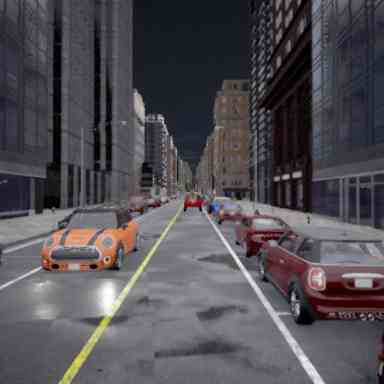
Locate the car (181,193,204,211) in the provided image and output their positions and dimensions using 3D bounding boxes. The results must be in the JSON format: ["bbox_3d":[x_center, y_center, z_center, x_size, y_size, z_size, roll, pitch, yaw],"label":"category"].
[{"bbox_3d":[0.106,1.251,40.534,2.150,2.045,5.566,0,-1,0],"label":"car"}]

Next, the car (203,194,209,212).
[{"bbox_3d":[2.679,1.347,35.250,2.192,1.841,5.009,1,0,0],"label":"car"}]

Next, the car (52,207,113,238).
[{"bbox_3d":[-5.849,1.581,18.384,1.947,1.339,4.313,1,0,0],"label":"car"}]

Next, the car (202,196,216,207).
[{"bbox_3d":[2.679,1.493,52.122,1.967,1.590,4.097,1,0,0],"label":"car"}]

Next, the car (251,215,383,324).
[{"bbox_3d":[2.677,1.446,7.128,1.967,1.590,4.097,1,0,0],"label":"car"}]

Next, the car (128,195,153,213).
[{"bbox_3d":[-5.846,1.347,35.258,2.192,1.841,5.009,1,0,0],"label":"car"}]

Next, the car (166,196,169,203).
[{"bbox_3d":[-5.847,1.592,63.210,1.752,1.417,4.829,1,0,0],"label":"car"}]

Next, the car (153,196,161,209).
[{"bbox_3d":[-5.848,1.590,46.506,1.887,1.381,4.507,1,0,0],"label":"car"}]

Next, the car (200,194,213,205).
[{"bbox_3d":[2.680,1.382,63.372,2.192,1.841,5.009,1,0,0],"label":"car"}]

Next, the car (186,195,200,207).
[{"bbox_3d":[0.101,1.406,52.885,2.097,1.767,4.553,0,0,0],"label":"car"}]

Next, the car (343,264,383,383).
[{"bbox_3d":[2.676,1.546,1.503,1.887,1.381,4.507,1,0,0],"label":"car"}]

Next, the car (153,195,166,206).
[{"bbox_3d":[-5.846,1.368,52.131,2.192,1.841,5.009,1,0,0],"label":"car"}]

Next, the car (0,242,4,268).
[{"bbox_3d":[-5.850,1.556,7.135,2.008,1.369,4.403,1,0,0],"label":"car"}]

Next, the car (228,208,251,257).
[{"bbox_3d":[2.677,1.555,12.753,1.887,1.381,4.507,1,0,0],"label":"car"}]

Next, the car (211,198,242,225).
[{"bbox_3d":[2.678,1.461,24.001,1.967,1.590,4.097,1,0,0],"label":"car"}]

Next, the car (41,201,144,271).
[{"bbox_3d":[-3.064,1.360,10.928,2.097,1.767,4.553,0,0,0],"label":"car"}]

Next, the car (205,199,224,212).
[{"bbox_3d":[2.677,1.589,40.874,2.008,1.369,4.403,1,0,0],"label":"car"}]

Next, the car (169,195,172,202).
[{"bbox_3d":[-5.848,1.619,69.005,1.887,1.381,4.507,1,0,0],"label":"car"}]

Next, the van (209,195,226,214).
[{"bbox_3d":[2.679,1.367,29.625,1.690,1.788,3.998,1,0,0],"label":"van"}]
